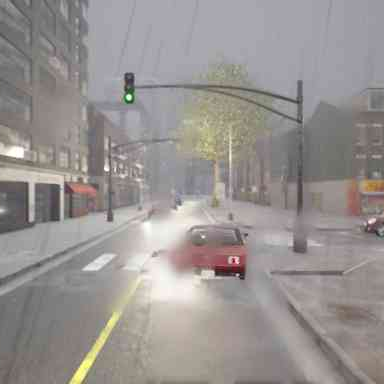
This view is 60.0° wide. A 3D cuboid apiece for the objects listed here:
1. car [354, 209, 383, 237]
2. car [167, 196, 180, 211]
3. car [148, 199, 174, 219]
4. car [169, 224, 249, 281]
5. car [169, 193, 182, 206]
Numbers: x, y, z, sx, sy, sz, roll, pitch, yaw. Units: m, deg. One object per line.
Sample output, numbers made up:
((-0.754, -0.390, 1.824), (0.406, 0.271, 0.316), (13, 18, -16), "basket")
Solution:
((10.931, 1.514, 17.856), (4.097, 1.590, 1.967), (0, 0, 0), "car")
((-2.835, 1.574, 41.046), (1.994, 1.385, 4.181), (0, 0, 0), "car")
((-2.831, 1.606, 29.447), (1.895, 1.301, 4.718), (0, 0, -3), "car")
((0.746, 1.602, 9.945), (1.895, 1.301, 4.718), (0, 0, 10), "car")
((-2.807, 1.243, 53.680), (2.150, 2.045, 5.566), (0, 0, 0), "car")
